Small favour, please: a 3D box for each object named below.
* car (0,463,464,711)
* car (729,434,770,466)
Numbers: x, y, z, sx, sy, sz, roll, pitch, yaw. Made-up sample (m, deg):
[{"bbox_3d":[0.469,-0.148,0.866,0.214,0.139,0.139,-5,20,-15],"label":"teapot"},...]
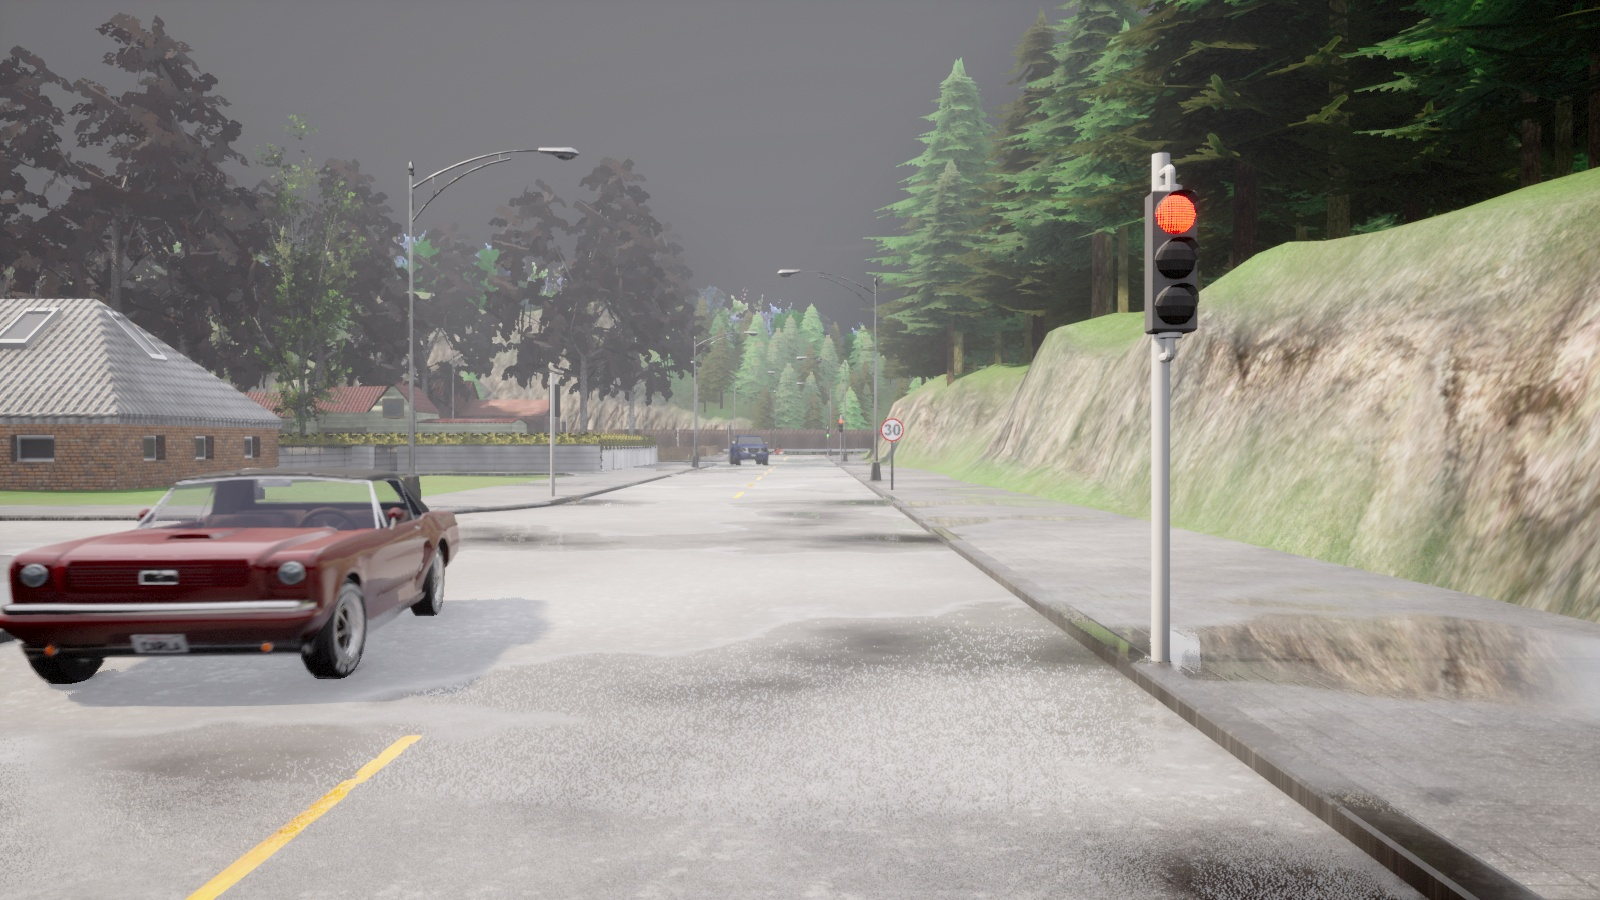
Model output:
[{"bbox_3d":[-3.909,0.791,9.404,1.895,1.301,4.718,0,0,-5],"label":"car"},{"bbox_3d":[-3.458,-0.015,84.576,2.150,2.045,5.566,0,0,-8],"label":"car"}]
